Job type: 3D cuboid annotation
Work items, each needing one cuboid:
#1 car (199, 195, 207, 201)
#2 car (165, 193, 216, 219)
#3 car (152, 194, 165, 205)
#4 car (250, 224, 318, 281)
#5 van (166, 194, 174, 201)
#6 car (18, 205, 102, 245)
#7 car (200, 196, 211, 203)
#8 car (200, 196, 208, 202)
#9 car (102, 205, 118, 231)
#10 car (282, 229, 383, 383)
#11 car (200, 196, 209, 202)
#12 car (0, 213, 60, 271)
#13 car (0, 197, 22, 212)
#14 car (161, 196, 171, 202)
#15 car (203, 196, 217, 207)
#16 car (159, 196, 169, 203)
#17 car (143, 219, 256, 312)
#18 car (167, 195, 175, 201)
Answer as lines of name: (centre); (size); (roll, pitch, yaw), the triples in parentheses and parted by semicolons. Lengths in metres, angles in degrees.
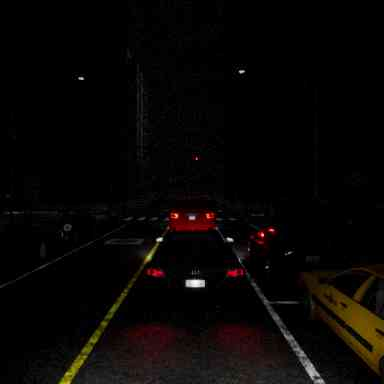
car: (2.828, 1.556, 85.354); (1.752, 1.417, 4.829); (0, 0, 0)
car: (0.017, 1.223, 17.227); (2.150, 2.045, 5.566); (0, 0, 0)
car: (-5.719, 1.329, 58.003); (2.192, 1.841, 5.009); (0, 0, 0)
car: (2.769, 1.566, 9.677); (1.947, 1.339, 4.313); (0, 0, 0)
van: (-5.698, 1.372, 85.191); (1.690, 1.788, 3.998); (0, 0, 0)
car: (-5.752, 1.441, 15.139); (1.967, 1.590, 4.097); (0, 0, 0)
car: (2.815, 1.571, 68.871); (2.008, 1.369, 4.403); (0, 0, 0)
car: (2.823, 1.572, 79.747); (1.887, 1.381, 4.507); (0, 0, 0)
car: (-5.748, 1.527, 20.425); (1.752, 1.417, 4.829); (0, 0, 0)
car: (2.765, 1.525, 4.390); (1.752, 1.417, 4.829); (0, 0, 0)
car: (2.819, 1.568, 74.309); (1.887, 1.381, 4.507); (0, 0, 0)
car: (-5.756, 1.545, 9.681); (1.887, 1.381, 4.507); (0, 0, 0)
car: (-19.040, 1.135, 32.062); (5.008, 1.535, 1.882); (1, 0, 1)
car: (-5.706, 1.548, 74.146); (1.752, 1.417, 4.829); (0, 0, 0)
car: (2.802, 1.452, 52.559); (1.967, 1.590, 4.097); (0, 0, 0)
car: (-5.710, 1.602, 68.878); (1.802, 1.307, 4.206); (0, 0, 0)
car: (0.065, 1.564, 7.807); (1.994, 1.385, 4.181); (0, 0, 0)
car: (-5.693, 1.585, 90.629); (2.008, 1.369, 4.403); (0, 0, 0)
